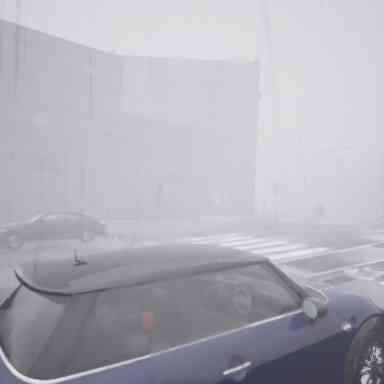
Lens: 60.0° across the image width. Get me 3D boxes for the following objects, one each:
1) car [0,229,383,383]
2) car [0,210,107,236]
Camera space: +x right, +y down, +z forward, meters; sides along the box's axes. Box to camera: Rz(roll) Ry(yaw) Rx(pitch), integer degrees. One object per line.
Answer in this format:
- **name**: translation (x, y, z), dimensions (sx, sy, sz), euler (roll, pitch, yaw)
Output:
- **car**: translation (0.193, 1.357, 3.560), dimensions (4.553, 1.767, 2.097), euler (0, 0, -36)
- **car**: translation (-6.058, 1.512, 14.408), dimensions (4.674, 1.452, 2.002), euler (0, -2, -36)
